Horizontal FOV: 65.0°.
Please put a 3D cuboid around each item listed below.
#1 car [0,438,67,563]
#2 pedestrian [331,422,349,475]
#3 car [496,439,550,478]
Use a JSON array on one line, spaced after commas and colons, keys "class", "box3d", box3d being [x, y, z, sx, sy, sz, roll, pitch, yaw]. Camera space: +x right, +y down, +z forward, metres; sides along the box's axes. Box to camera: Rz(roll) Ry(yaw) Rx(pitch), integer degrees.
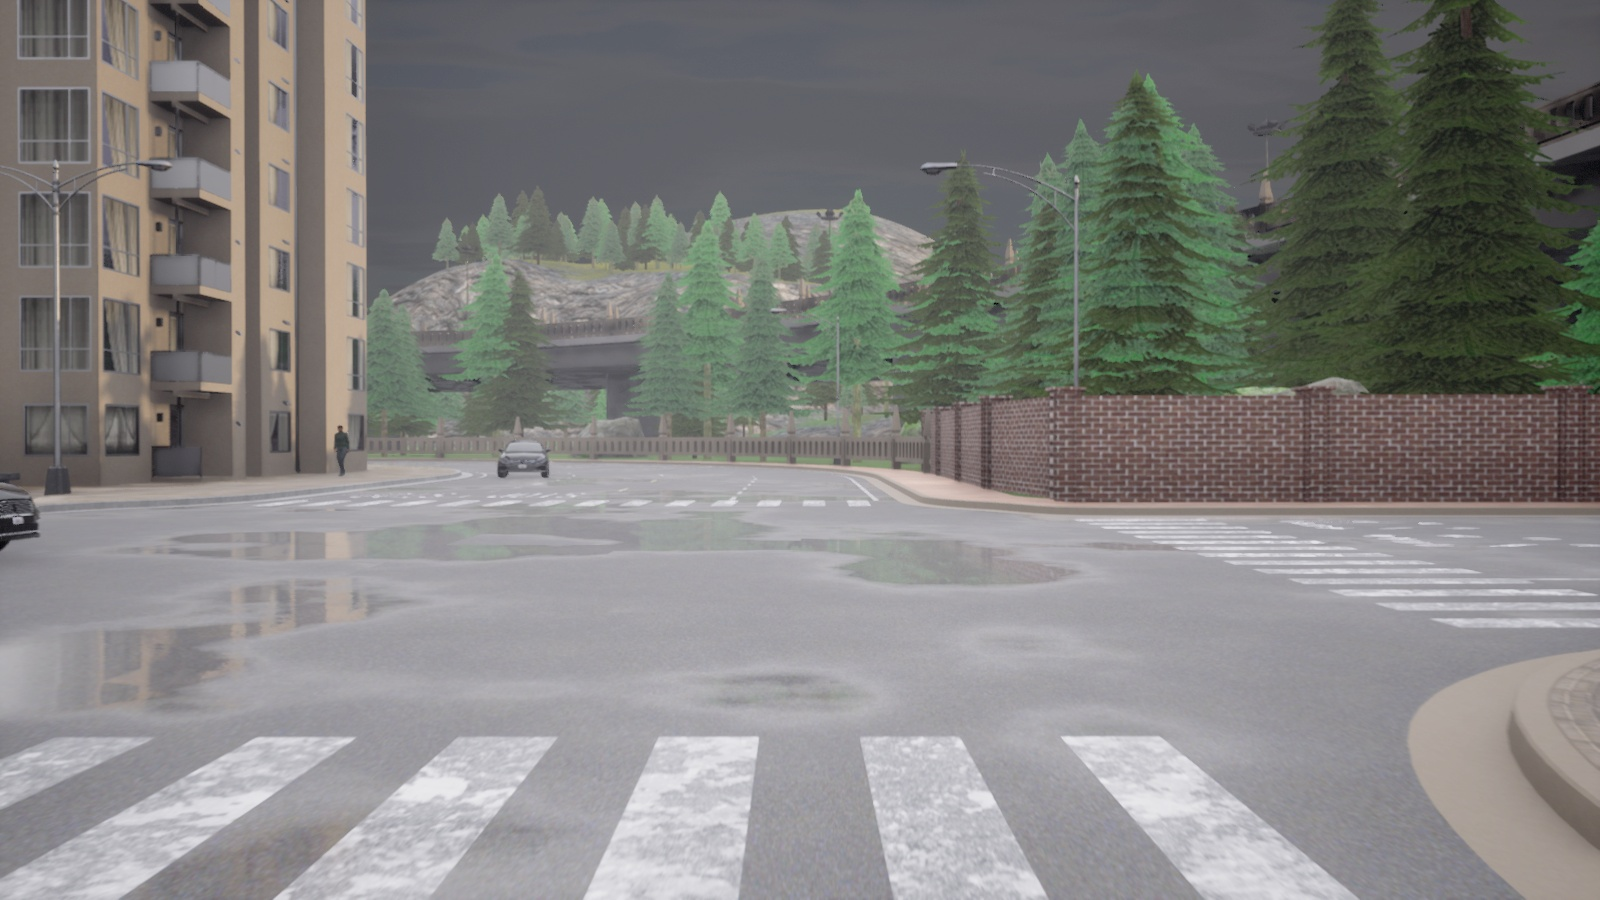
[{"class": "car", "box3d": [-12.012, 0.596, 15.470, 4.892, 1.490, 1.837, 0, 1, 0]}, {"class": "pedestrian", "box3d": [-16.143, -0.041, 44.081, 0.353, 1.847, 0.614, 0, 1, 5]}, {"class": "car", "box3d": [-10.684, 0.292, 48.670, 1.812, 1.442, 4.674, 0, 1, -10]}]
